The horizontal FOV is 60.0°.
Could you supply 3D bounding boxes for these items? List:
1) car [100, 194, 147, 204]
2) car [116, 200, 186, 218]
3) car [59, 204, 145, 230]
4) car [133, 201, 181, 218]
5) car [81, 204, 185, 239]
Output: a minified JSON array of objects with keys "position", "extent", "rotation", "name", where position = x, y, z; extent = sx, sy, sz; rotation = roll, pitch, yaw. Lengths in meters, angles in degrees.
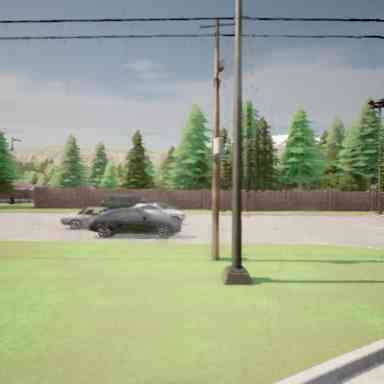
[{"position":[-4.747,1.228,27.308],"extent":[5.566,2.045,2.150],"rotation":[1,0,0],"name":"car"},{"position":[-2.797,1.543,23.804],"extent":[4.674,1.442,1.812],"rotation":[1,0,0],"name":"car"},{"position":[-5.434,1.587,20.312],"extent":[4.718,1.301,1.895],"rotation":[1,0,0],"name":"car"},{"position":[-3.152,1.592,30.795],"extent":[4.181,1.385,1.994],"rotation":[1,0,0],"name":"car"},{"position":[-2.852,1.529,16.804],"extent":[4.674,1.442,1.812],"rotation":[1,0,0],"name":"car"}]
